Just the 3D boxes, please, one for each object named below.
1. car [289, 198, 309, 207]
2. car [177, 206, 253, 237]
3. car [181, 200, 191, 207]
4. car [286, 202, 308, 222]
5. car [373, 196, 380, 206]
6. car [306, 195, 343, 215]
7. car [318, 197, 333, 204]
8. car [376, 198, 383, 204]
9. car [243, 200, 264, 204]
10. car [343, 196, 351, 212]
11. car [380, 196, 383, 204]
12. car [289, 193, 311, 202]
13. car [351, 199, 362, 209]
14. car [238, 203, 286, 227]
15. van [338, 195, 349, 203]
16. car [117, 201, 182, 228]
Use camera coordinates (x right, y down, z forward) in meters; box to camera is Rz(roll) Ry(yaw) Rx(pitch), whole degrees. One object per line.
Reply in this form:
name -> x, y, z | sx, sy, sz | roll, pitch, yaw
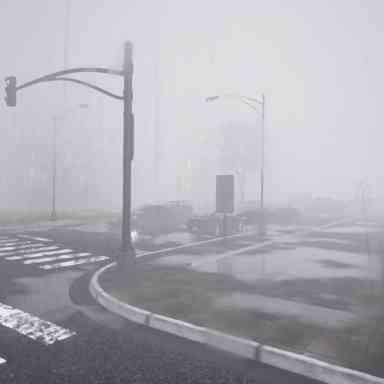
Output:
car -> 18.075, 1.726, 56.097 | 1.752, 1.417, 4.829 | 1, 0, 36
car -> 1.435, 1.696, 19.088 | 2.008, 1.369, 4.403 | 1, 0, 36
car -> -1.650, 1.481, 29.474 | 1.967, 1.590, 4.097 | 1, 0, 36
car -> 7.926, 1.779, 27.921 | 1.802, 1.307, 4.206 | 1, 0, 36
car -> 34.892, 1.940, 64.829 | 1.752, 1.417, 4.829 | 1, 0, 36
car -> 15.138, 1.569, 37.805 | 2.192, 1.841, 5.009 | 1, 0, 36
car -> 28.038, 1.849, 69.653 | 1.947, 1.339, 4.313 | 1, 0, 36
car -> 44.653, 2.047, 78.111 | 2.008, 1.369, 4.403 | 1, 0, 36
car -> 6.514, 1.637, 35.974 | 1.837, 1.490, 4.892 | 1, 0, 36
car -> 18.398, 1.720, 42.298 | 1.967, 1.590, 4.097 | 1, 0, 36
car -> 41.369, 1.783, 73.637 | 2.192, 1.841, 5.009 | 1, 0, 36
car -> 16.029, 1.152, 48.749 | 2.150, 2.045, 5.566 | 1, 0, 36
car -> 24.930, 1.773, 51.273 | 1.967, 1.590, 4.097 | 1, 0, 36
car -> 4.681, 1.737, 23.505 | 1.947, 1.339, 4.313 | 1, 0, 36
van -> 37.902, 1.706, 83.072 | 1.690, 1.788, 3.998 | 1, 0, 36
car -> -3.007, 1.581, 23.034 | 1.812, 1.442, 4.674 | 1, 0, 36
